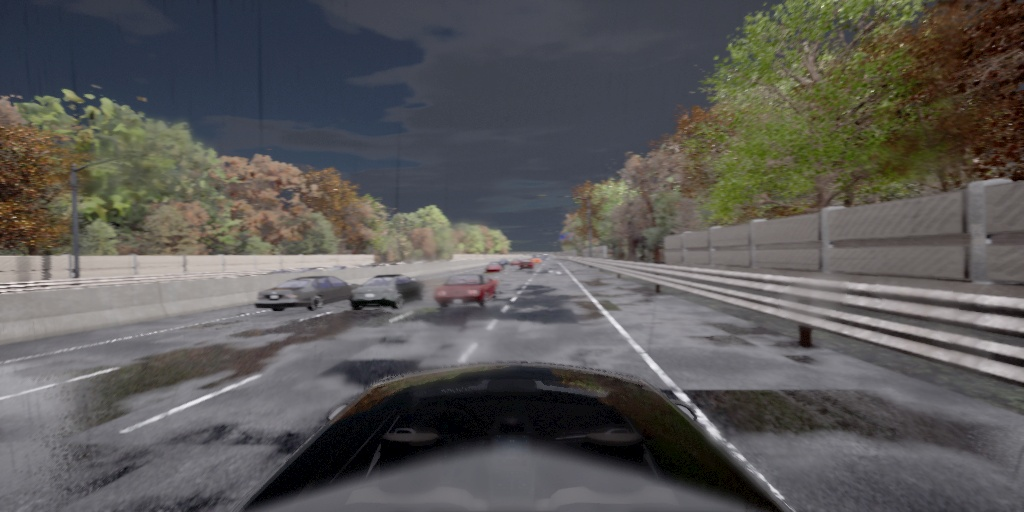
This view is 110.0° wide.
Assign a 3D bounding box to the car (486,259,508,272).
[{"bbox_3d":[-2.058,1.364,44.922,1.994,1.385,4.181,-2,0,6],"label":"car"}]

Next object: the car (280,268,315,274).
[{"bbox_3d":[-23.602,2.094,41.499,2.033,1.411,5.357,-2,0,7],"label":"car"}]

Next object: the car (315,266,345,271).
[{"bbox_3d":[-20.091,1.951,41.484,1.812,1.442,4.674,-2,0,7],"label":"car"}]

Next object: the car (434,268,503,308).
[{"bbox_3d":[-1.787,1.405,15.660,1.895,1.301,4.718,-2,0,6],"label":"car"}]

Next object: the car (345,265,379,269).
[{"bbox_3d":[-16.605,1.809,41.227,1.837,1.490,4.892,-2,0,7],"label":"car"}]

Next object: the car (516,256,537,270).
[{"bbox_3d":[2.120,1.130,50.880,1.882,1.535,5.008,-2,0,6],"label":"car"}]

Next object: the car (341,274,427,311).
[{"bbox_3d":[-5.285,1.490,15.874,1.994,1.385,4.181,-2,0,6],"label":"car"}]

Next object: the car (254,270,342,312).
[{"bbox_3d":[-8.772,1.594,16.154,2.033,1.411,5.357,-2,0,6],"label":"car"}]

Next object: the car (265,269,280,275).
[{"bbox_3d":[-27.056,2.230,42.111,1.994,1.385,4.181,-2,0,7],"label":"car"}]
